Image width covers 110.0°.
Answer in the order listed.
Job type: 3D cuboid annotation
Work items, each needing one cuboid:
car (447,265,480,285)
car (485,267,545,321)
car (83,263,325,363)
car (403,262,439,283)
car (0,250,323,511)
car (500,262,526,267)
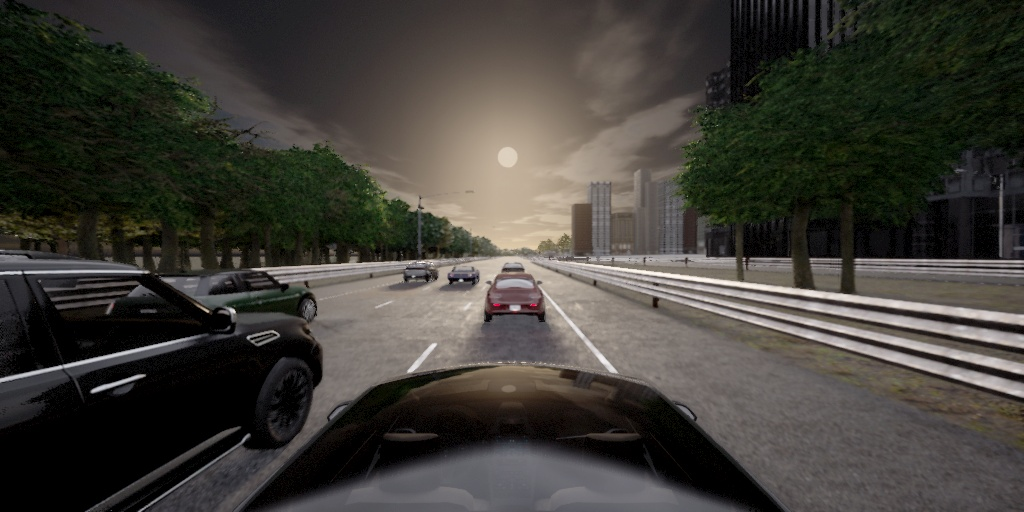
[{"bbox_3d":[-3.409,1.339,26.242,1.895,1.301,4.718,0,0,0],"label":"car"},{"bbox_3d":[0.082,1.270,12.258,1.812,1.442,4.674,0,0,0],"label":"car"},{"bbox_3d":[-6.903,1.099,8.923,2.097,1.767,4.553,0,0,0],"label":"car"},{"bbox_3d":[-6.910,1.230,27.617,2.128,1.511,4.902,0,0,0],"label":"car"},{"bbox_3d":[-3.400,0.972,2.047,2.150,2.045,5.566,0,0,0],"label":"car"},{"bbox_3d":[0.090,1.214,29.194,1.882,1.535,5.008,0,0,0],"label":"car"}]
